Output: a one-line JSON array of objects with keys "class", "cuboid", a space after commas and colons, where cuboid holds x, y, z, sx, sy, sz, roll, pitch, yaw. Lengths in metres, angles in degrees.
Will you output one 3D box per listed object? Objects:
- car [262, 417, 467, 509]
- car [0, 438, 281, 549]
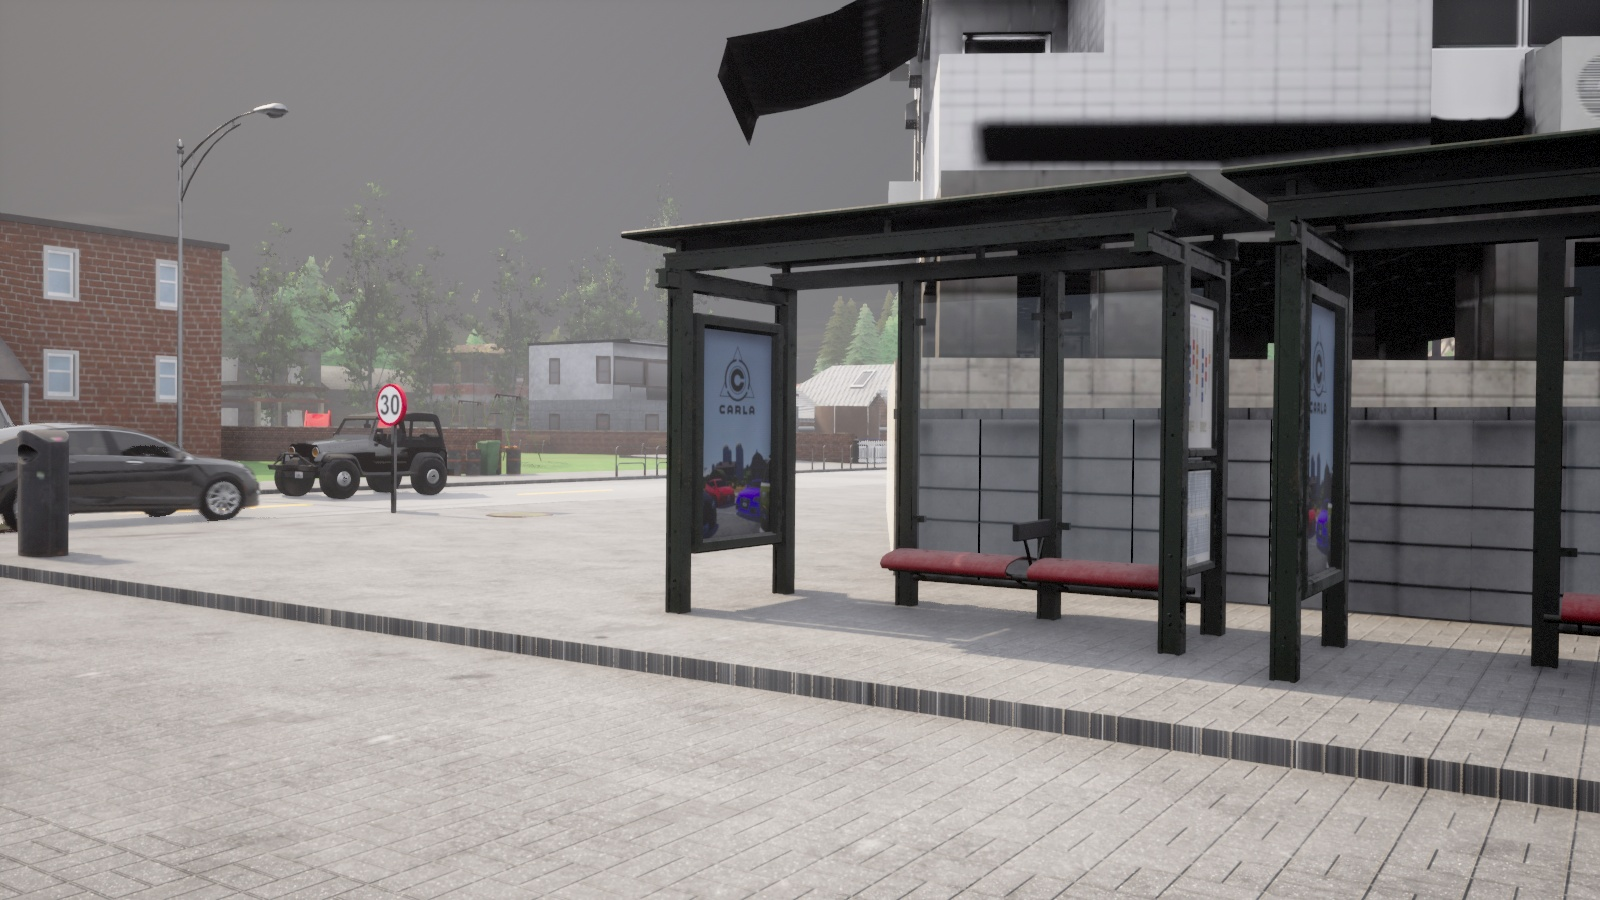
[{"class": "car", "cuboid": [-9.522, 0.234, 27.719, 1.905, 1.878, 3.866, 0, 1, 34]}, {"class": "car", "cuboid": [-10.564, 0.563, 18.979, 1.837, 1.490, 4.892, 0, 1, 31]}]
